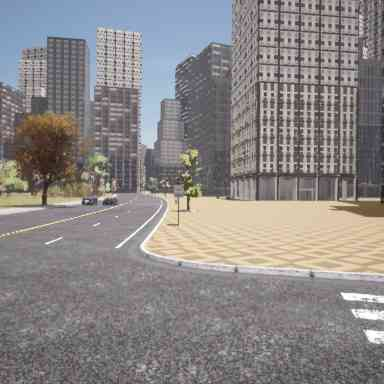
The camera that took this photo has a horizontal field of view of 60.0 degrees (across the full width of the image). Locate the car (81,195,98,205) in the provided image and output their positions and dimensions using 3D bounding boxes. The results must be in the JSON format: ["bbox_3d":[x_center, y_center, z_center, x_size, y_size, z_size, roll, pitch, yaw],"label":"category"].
[{"bbox_3d":[-16.285,1.310,53.244,2.128,1.511,4.902,0,0,-4],"label":"car"}]

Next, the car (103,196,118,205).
[{"bbox_3d":[-13.045,1.411,53.493,1.994,1.385,4.181,0,0,-4],"label":"car"}]
